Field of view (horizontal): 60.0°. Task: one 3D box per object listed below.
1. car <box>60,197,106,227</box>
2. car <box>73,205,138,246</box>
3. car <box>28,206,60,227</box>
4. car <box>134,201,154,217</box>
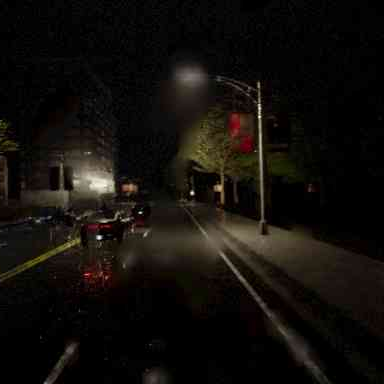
[{"bbox_3d":[-7.970,1.463,25.631,2.150,2.045,5.566,-1,0,-3],"label":"car"},{"bbox_3d":[-3.960,1.622,16.071,1.837,1.490,4.892,-1,0,-3],"label":"car"},{"bbox_3d":[-11.257,1.851,26.361,1.812,1.442,4.674,-1,0,-3],"label":"car"},{"bbox_3d":[-4.963,1.696,33.451,1.837,1.490,4.892,-1,0,-3],"label":"car"}]
